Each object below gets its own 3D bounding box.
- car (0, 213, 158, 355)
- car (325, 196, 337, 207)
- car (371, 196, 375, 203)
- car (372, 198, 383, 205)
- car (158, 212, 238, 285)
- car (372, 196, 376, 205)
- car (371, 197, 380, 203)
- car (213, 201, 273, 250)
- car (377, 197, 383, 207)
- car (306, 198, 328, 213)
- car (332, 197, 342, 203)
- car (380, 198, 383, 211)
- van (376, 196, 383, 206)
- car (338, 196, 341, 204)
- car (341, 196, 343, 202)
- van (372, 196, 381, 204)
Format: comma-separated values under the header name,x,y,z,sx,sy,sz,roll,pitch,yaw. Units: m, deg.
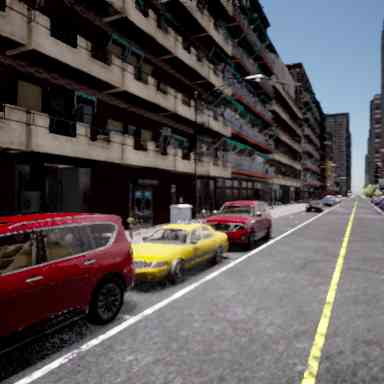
name,x,y,z,sx,sy,sz,roll,pitch,yaw
car,-2.834,1.313,4.861,2.192,1.841,5.009,0,0,27
car,22.568,1.802,55.476,1.947,1.339,4.313,0,0,27
car,37.678,1.911,66.901,2.008,1.369,4.403,0,0,27
car,40.218,1.953,71.962,2.008,1.369,4.403,0,0,27
car,-0.371,1.539,9.772,1.752,1.417,4.829,0,0,27
car,35.137,1.903,61.839,1.802,1.307,4.206,0,0,27
car,45.300,2.032,82.086,1.887,1.381,4.507,0,0,27
car,2.247,1.346,14.986,2.192,1.841,5.009,0,0,27
car,27.517,1.804,46.655,1.802,1.307,4.206,0,0,27
car,14.947,1.716,40.292,1.947,1.339,4.313,0,0,27
car,35.269,1.980,80.783,2.008,1.369,4.403,0,0,27
car,24.978,1.776,41.595,1.802,1.307,4.206,0,0,27
van,30.059,1.593,51.718,1.690,1.788,3.998,0,0,27
car,27.648,1.857,65.599,2.008,1.369,4.403,0,0,27
car,32.652,1.911,75.569,1.752,1.417,4.829,0,0,27
van,42.760,1.786,77.025,1.690,1.788,3.998,0,0,27
